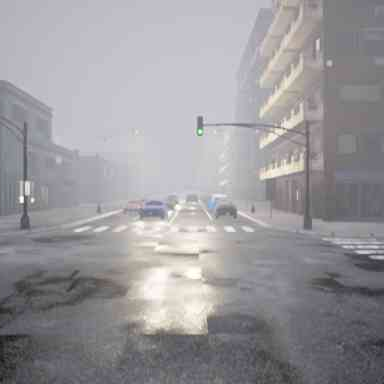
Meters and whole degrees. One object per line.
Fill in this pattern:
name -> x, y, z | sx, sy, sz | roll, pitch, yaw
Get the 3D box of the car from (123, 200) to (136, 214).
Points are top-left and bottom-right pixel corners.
car -> -5.663, 1.412, 33.027 | 1.802, 1.307, 4.206 | 1, 0, 0

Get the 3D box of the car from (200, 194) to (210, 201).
car -> 2.737, 1.169, 72.124 | 1.947, 1.339, 4.313 | 1, 0, 0

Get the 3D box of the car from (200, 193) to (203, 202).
car -> 2.729, 1.230, 55.551 | 1.752, 1.417, 4.829 | 1, 0, 0

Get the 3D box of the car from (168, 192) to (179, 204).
car -> -3.038, 1.229, 52.304 | 1.837, 1.490, 4.892 | 0, 0, 0

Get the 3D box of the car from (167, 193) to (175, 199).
car -> -5.635, 1.061, 88.828 | 1.947, 1.339, 4.313 | 1, 0, 0

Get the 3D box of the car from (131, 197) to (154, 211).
car -> -5.660, 1.345, 38.608 | 1.887, 1.381, 4.507 | 1, 0, 0

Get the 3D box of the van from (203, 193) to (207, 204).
van -> 2.726, 1.110, 44.220 | 1.690, 1.788, 3.998 | 1, 0, 0

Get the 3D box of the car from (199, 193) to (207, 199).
car -> 2.743, 1.076, 83.286 | 1.887, 1.381, 4.507 | 1, 0, 0

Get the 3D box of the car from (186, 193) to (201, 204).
car -> 0.028, 1.046, 57.350 | 2.097, 1.767, 4.553 | 0, 0, 0

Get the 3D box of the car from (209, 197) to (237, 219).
car -> 2.715, 1.411, 27.479 | 2.008, 1.369, 4.403 | 1, 0, 0

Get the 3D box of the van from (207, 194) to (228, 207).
van -> 2.721, 1.171, 33.057 | 1.690, 1.788, 3.998 | 1, 0, 0

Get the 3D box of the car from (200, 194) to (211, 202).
car -> 2.734, 1.204, 66.543 | 1.947, 1.339, 4.313 | 1, 0, 0

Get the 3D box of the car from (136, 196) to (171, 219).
car -> -3.078, 1.338, 27.451 | 1.882, 1.535, 5.008 | 0, 0, 0

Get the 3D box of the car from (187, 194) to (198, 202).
car -> 0.031, 1.124, 67.387 | 2.128, 1.511, 4.902 | 0, 0, 0

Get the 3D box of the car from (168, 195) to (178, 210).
car -> -3.068, 1.365, 38.343 | 1.994, 1.385, 4.181 | 0, 0, 0

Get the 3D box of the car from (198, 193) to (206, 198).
car -> 2.748, 1.009, 94.447 | 2.008, 1.369, 4.403 | 1, 0, 0

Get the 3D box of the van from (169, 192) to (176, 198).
van -> -5.628, 0.800, 94.408 | 1.690, 1.788, 3.998 | 1, 0, 0
